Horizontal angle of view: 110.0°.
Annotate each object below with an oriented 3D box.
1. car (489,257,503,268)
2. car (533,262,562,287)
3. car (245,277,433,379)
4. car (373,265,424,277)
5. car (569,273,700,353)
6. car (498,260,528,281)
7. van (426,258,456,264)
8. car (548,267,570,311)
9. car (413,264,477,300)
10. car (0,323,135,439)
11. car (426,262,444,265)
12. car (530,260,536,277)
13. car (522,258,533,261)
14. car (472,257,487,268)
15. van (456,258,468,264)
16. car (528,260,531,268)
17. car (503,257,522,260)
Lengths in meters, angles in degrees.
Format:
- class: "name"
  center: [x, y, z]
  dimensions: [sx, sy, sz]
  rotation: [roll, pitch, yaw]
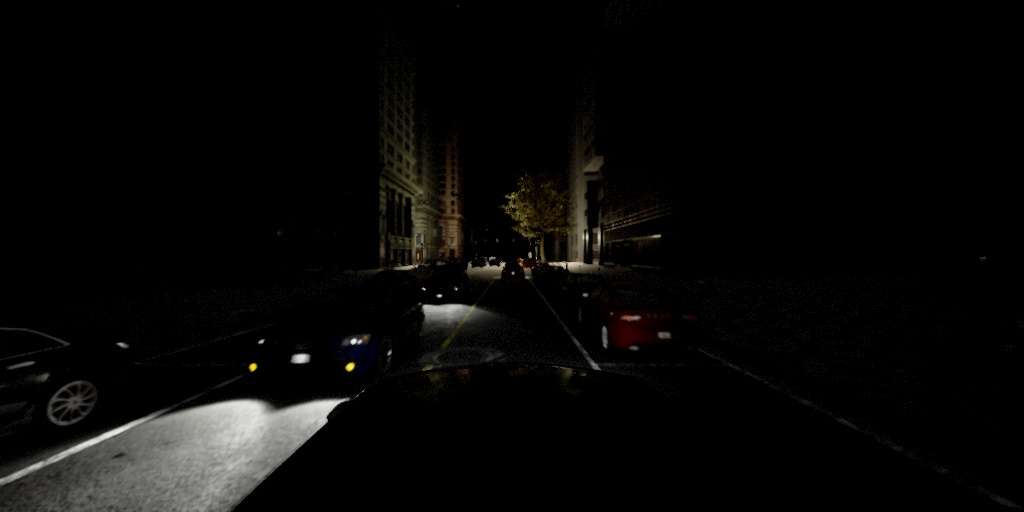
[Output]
- class: "car"
  center: [-3.075, 1.258, 63.882]
  dimensions: [1.882, 1.535, 5.008]
  rotation: [0, 0, 1]
- class: "car"
  center: [2.746, 1.306, 24.029]
  dimensions: [2.007, 1.370, 4.403]
  rotation: [0, 0, 0]
- class: "car"
  center: [-3.104, 1.315, 7.234]
  dimensions: [1.994, 1.385, 4.181]
  rotation: [0, 0, 0]
- class: "car"
  center: [-5.774, 1.319, 17.384]
  dimensions: [1.948, 1.339, 4.313]
  rotation: [0, 0, 0]
- class: "car"
  center: [2.757, 1.296, 8.713]
  dimensions: [1.888, 1.381, 4.507]
  rotation: [0, 0, 0]
- class: "car"
  center: [0.079, 1.323, 30.181]
  dimensions: [1.994, 1.385, 4.181]
  rotation: [0, 0, 0]
- class: "van"
  center: [-5.782, 1.098, 28.211]
  dimensions: [1.690, 1.789, 3.998]
  rotation: [0, 0, 0]
- class: "car"
  center: [2.753, 1.303, 14.157]
  dimensions: [2.007, 1.370, 4.403]
  rotation: [0, 0, 0]
- class: "car"
  center: [-3.102, 1.301, 17.808]
  dimensions: [2.033, 1.411, 5.357]
  rotation: [0, 0, -1]
- class: "car"
  center: [-5.764, 1.300, 2.813]
  dimensions: [2.007, 1.370, 4.403]
  rotation: [0, 0, 0]
- class: "car"
  center: [-5.778, 1.280, 22.628]
  dimensions: [1.751, 1.417, 4.829]
  rotation: [0, 0, 0]
- class: "car"
  center: [2.742, 1.283, 29.488]
  dimensions: [1.751, 1.417, 4.829]
  rotation: [0, 0, 0]
- class: "car"
  center: [2.350, 1.124, 51.872]
  dimensions: [2.097, 1.767, 4.553]
  rotation: [0, 0, 0]
- class: "car"
  center: [-5.806, 1.324, 60.690]
  dimensions: [1.888, 1.381, 4.507]
  rotation: [0, 0, 0]
- class: "van"
  center: [-5.791, 1.103, 39.038]
  dimensions: [1.690, 1.789, 3.998]
  rotation: [0, 0, 0]
- class: "car"
  center: [2.738, 1.326, 34.608]
  dimensions: [1.948, 1.339, 4.313]
  rotation: [0, 0, 0]
- class: "car"
  center: [0.047, 1.246, 47.697]
  dimensions: [1.882, 1.535, 5.008]
  rotation: [0, 0, 0]
